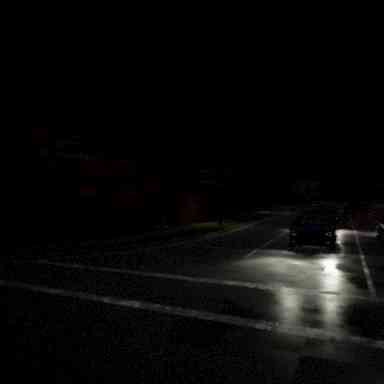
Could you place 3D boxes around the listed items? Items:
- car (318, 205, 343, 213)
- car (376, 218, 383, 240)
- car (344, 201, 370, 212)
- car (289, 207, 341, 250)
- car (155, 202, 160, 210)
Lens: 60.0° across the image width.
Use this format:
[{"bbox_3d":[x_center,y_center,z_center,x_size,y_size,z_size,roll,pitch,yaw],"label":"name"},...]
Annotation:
[{"bbox_3d":[10.172,1.790,25.119,1.837,1.490,4.892,-1,-1,25],"label":"car"},{"bbox_3d":[9.880,1.696,15.575,2.033,1.411,5.357,-1,-1,25],"label":"car"},{"bbox_3d":[22.247,1.977,44.905,1.812,1.442,4.674,-1,-1,4],"label":"car"},{"bbox_3d":[5.821,1.670,15.677,1.882,1.535,5.008,-1,-1,25],"label":"car"},{"bbox_3d":[-6.975,1.726,48.592,4.605,1.855,1.932,-1,-1,25],"label":"car"}]
